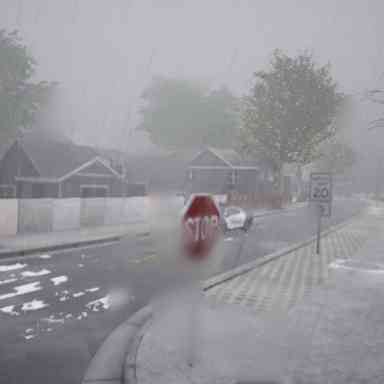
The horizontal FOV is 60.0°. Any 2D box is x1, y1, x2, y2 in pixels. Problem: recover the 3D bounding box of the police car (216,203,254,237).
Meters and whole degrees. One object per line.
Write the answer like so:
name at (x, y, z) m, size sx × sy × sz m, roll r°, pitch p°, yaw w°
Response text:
police car at (1.456, 1.420, 17.808) m, size 2.038 × 1.542 × 4.974 m, roll 3°, pitch 2°, yaw 35°
